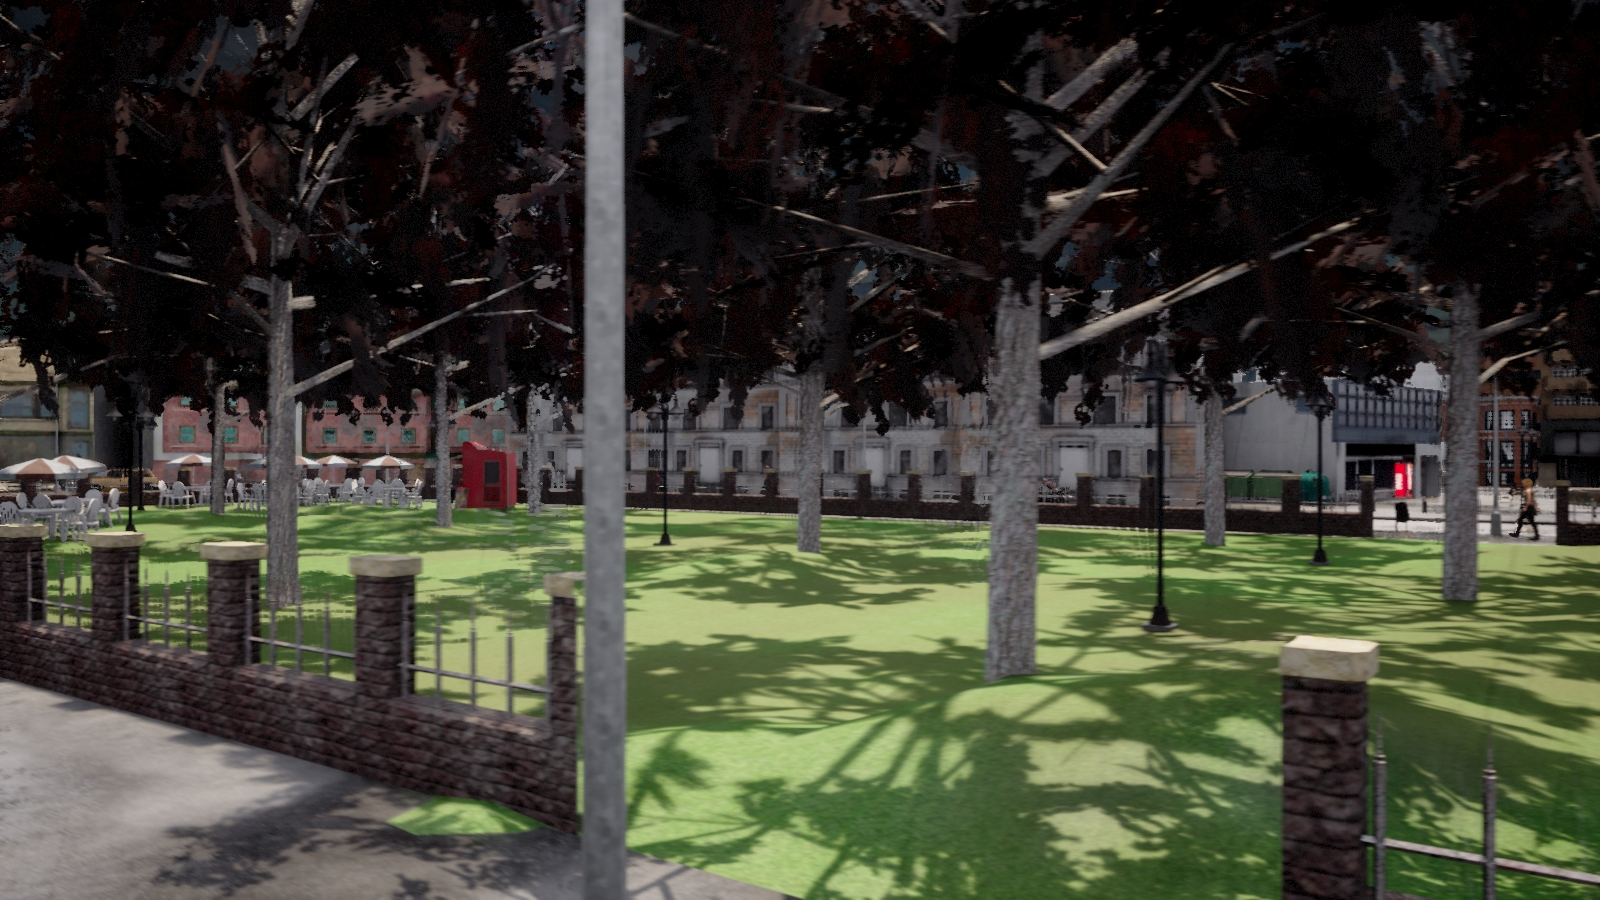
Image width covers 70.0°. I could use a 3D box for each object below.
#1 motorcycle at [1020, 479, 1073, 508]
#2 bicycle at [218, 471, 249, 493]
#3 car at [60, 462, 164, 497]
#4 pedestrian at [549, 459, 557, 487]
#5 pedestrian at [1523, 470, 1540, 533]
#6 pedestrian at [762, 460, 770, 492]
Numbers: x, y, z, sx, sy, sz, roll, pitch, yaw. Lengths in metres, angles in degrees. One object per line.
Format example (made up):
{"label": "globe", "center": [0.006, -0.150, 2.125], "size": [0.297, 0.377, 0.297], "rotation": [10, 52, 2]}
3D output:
{"label": "motorcycle", "center": [11.194, 1.981, 51.905], "size": [2.209, 1.251, 0.867], "rotation": [0, 0, 35]}
{"label": "bicycle", "center": [-34.695, 1.925, 69.986], "size": [0.373, 1.296, 1.643], "rotation": [0, 0, 38]}
{"label": "car", "center": [-38.600, 1.631, 64.222], "size": [1.932, 1.855, 4.605], "rotation": [0, 0, 37]}
{"label": "pedestrian", "center": [-16.333, 1.515, 75.412], "size": [0.375, 1.860, 0.375], "rotation": [0, 0, 17]}
{"label": "pedestrian", "center": [21.677, 1.523, 33.862], "size": [0.375, 1.860, 0.375], "rotation": [0, 0, 38]}
{"label": "pedestrian", "center": [-1.976, 1.518, 66.523], "size": [0.375, 1.860, 0.375], "rotation": [0, 0, 29]}
